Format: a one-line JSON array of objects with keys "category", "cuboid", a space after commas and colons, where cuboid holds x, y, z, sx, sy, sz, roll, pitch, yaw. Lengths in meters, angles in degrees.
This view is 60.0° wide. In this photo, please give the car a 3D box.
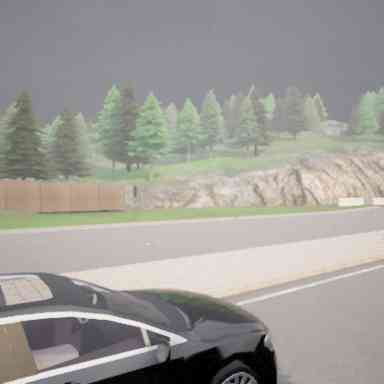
[{"category": "car", "cuboid": [-1.345, 1.492, 2.786, 4.902, 1.511, 2.128, 0, 0, -35]}]
